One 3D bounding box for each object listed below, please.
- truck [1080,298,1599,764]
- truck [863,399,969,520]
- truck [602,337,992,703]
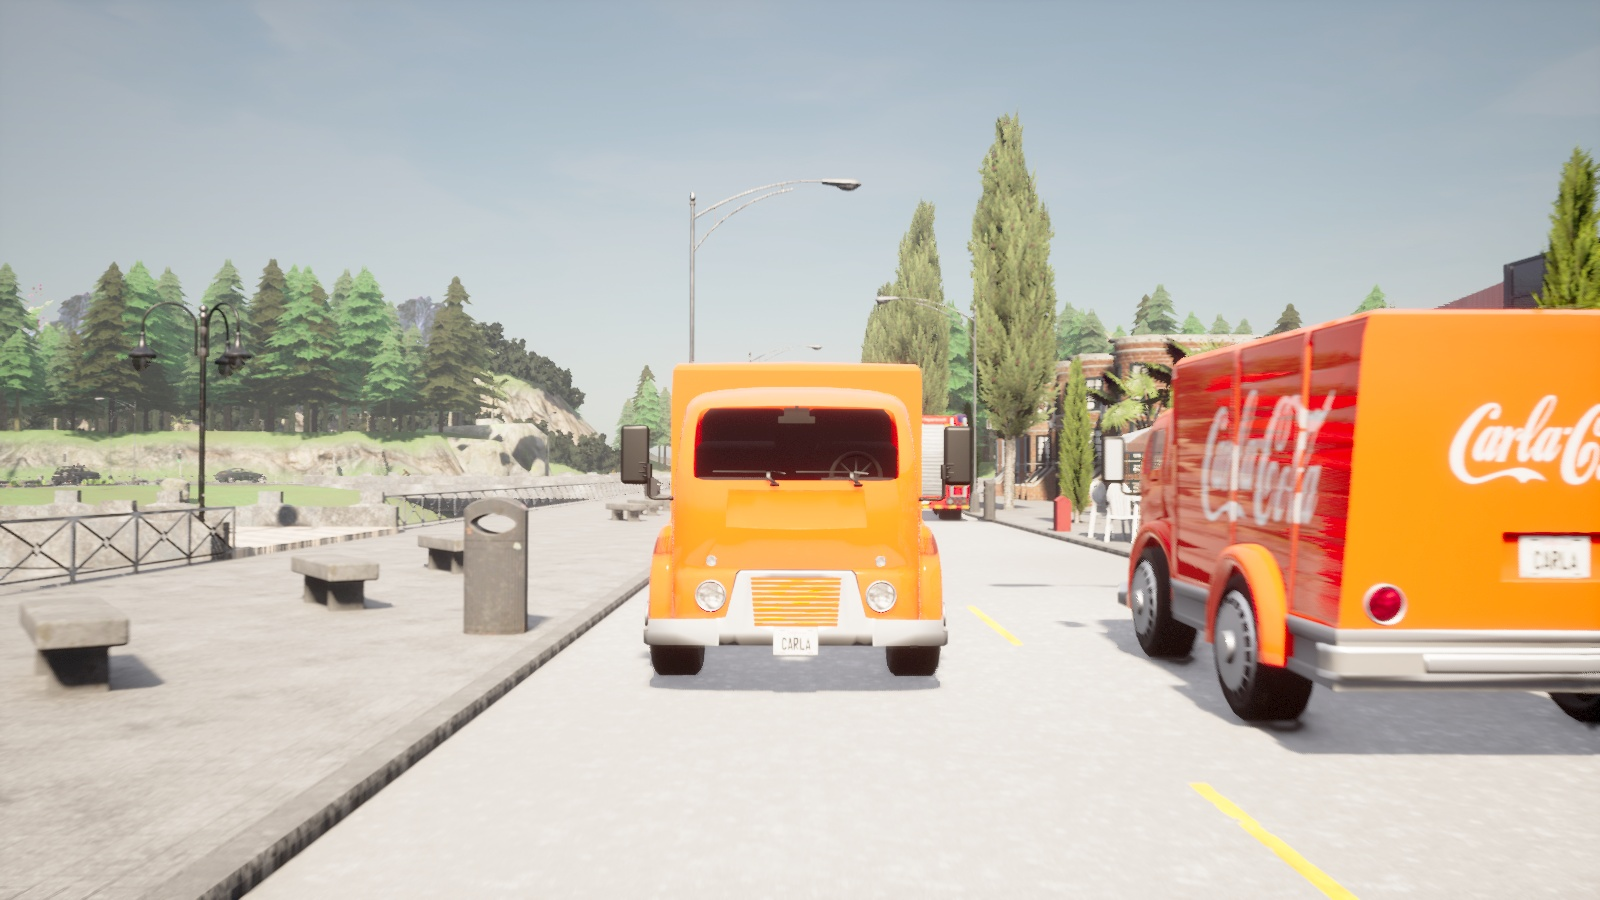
[{"bbox_3d":[3.973,0.467,9.277,2.627,2.467,5.204,0,-1,0],"label":"truck"},{"bbox_3d":[3.881,0.370,43.923,2.891,3.827,8.468,0,-1,0],"label":"truck"},{"bbox_3d":[-0.031,0.514,11.096,2.627,2.467,5.204,0,-1,0],"label":"truck"}]
